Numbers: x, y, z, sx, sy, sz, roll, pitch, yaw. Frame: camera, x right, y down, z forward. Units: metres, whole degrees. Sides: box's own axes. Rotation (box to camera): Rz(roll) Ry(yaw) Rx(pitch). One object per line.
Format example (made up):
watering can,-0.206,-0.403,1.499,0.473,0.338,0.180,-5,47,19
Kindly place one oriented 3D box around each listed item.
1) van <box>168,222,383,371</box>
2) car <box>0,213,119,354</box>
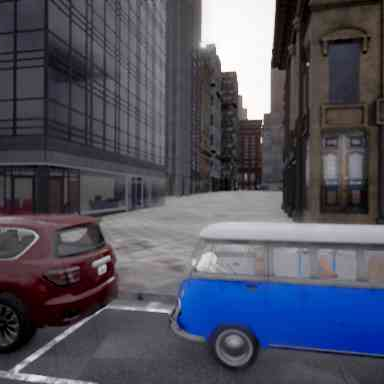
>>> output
van,1.767,1.342,4.611,3.998,1.788,1.690,0,0,12
car,-3.759,1.313,5.783,5.009,1.841,2.192,0,0,12
